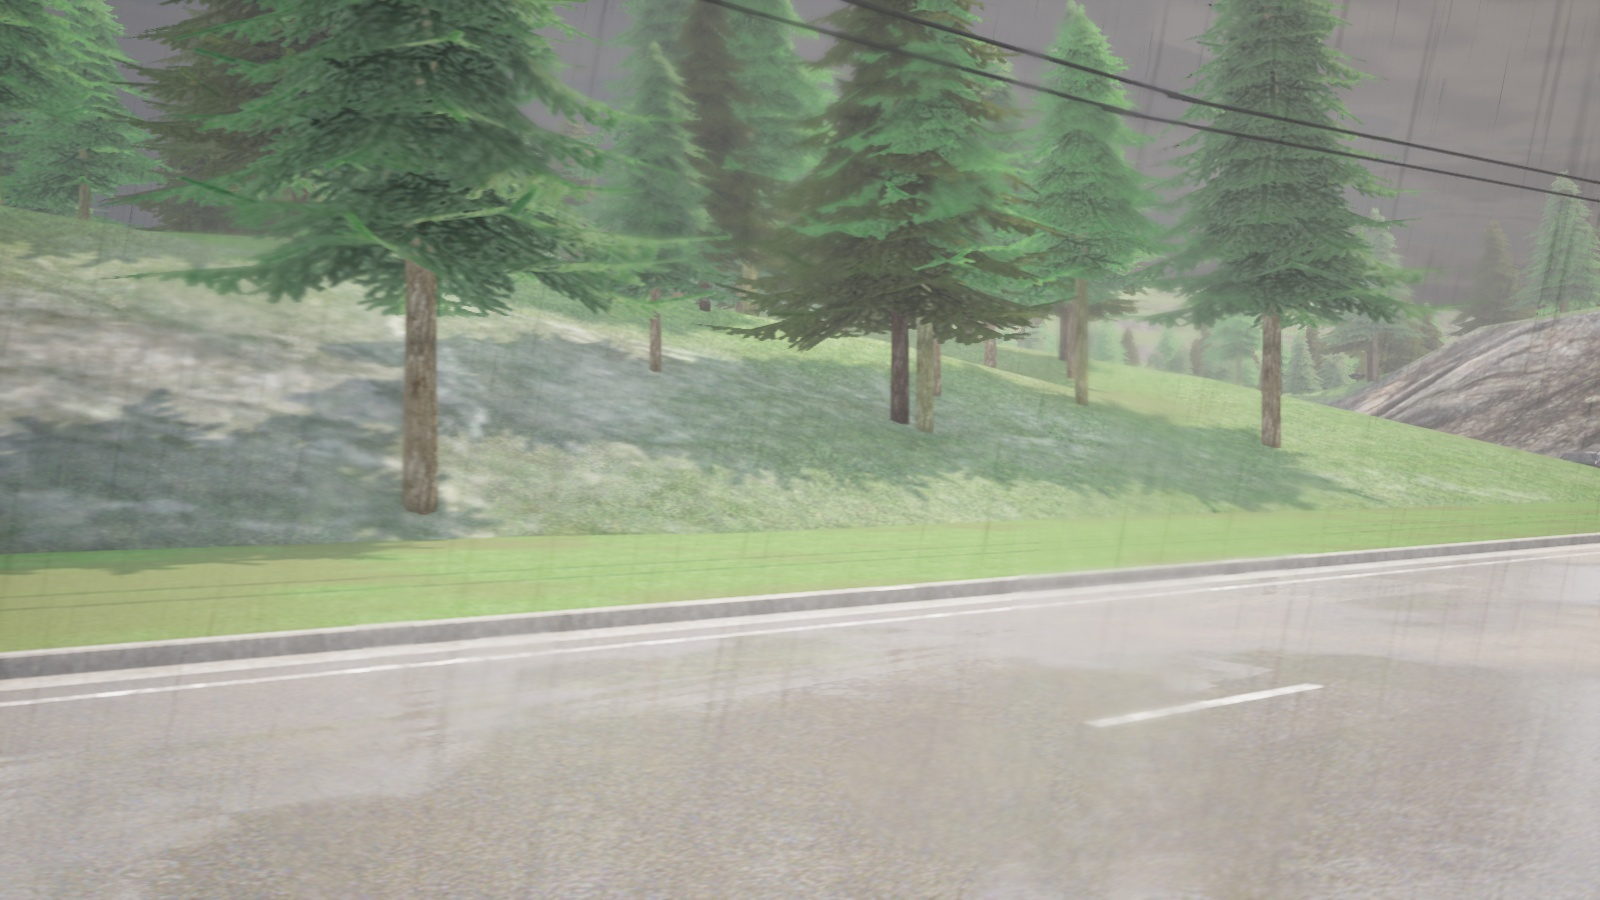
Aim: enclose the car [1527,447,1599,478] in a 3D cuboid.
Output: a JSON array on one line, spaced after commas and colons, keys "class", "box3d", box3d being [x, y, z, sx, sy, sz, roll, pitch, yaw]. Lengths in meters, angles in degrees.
[{"class": "car", "box3d": [46.105, 0.714, 74.821, 2.097, 1.767, 4.553, 0, 0, -19]}]
